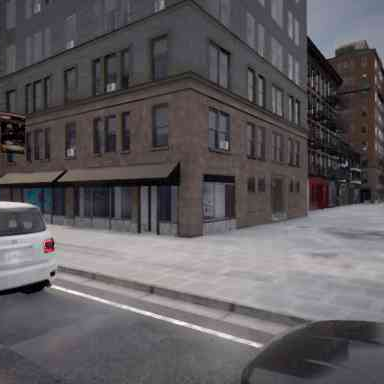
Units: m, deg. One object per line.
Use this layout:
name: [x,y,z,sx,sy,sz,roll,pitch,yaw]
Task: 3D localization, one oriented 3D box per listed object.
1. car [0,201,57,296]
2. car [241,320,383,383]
car: [-5.326,1.221,7.475,5.566,2.045,2.150,0,0,36]
car: [2.596,1.504,1.835,4.892,1.490,1.837,0,0,36]
